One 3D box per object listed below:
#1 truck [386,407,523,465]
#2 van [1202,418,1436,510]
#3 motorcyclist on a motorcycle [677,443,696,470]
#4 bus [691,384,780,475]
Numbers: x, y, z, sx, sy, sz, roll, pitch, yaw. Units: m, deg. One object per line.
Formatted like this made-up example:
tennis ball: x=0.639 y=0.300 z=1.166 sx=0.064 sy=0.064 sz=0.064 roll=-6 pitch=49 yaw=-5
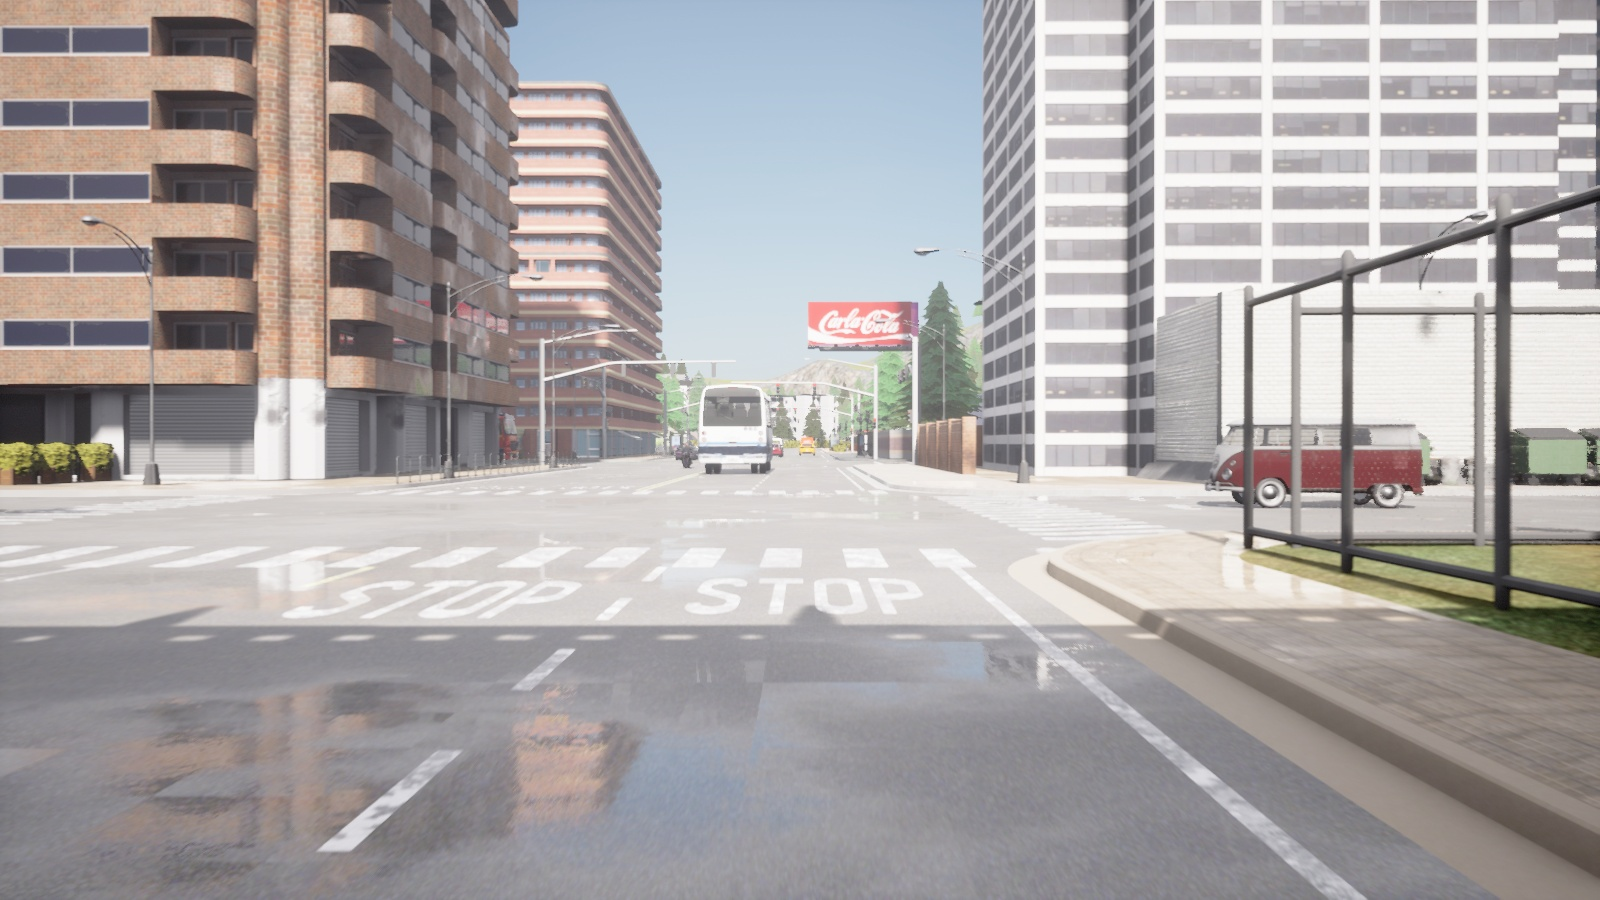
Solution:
truck: x=-23.230 y=-0.914 z=84.696 sx=8.468 sy=3.827 sz=2.891 roll=0 pitch=0 yaw=1
van: x=11.451 y=0.296 z=27.911 sx=4.442 sy=1.987 sz=1.775 roll=0 pitch=0 yaw=0
motorcyclist on a motorcycle: x=-6.594 y=0.364 z=73.063 sx=0.866 sy=1.530 sz=2.191 roll=0 pitch=0 yaw=2
bus: x=-3.124 y=-0.993 z=63.922 sx=3.944 sy=4.253 sz=10.273 roll=0 pitch=0 yaw=0
